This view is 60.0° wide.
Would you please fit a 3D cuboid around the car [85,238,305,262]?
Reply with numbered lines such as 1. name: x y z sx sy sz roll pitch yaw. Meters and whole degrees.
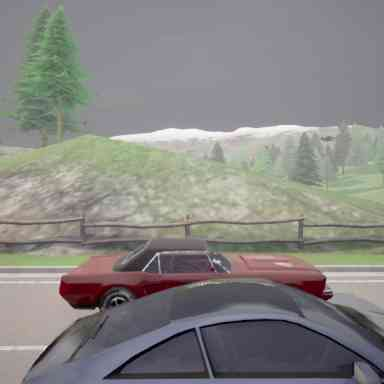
1. car: 0.110 1.601 6.471 4.718 1.301 1.895 0 0 -1

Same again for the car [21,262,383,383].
1. car: 0.706 1.564 2.980 4.181 1.385 1.994 0 0 -1
